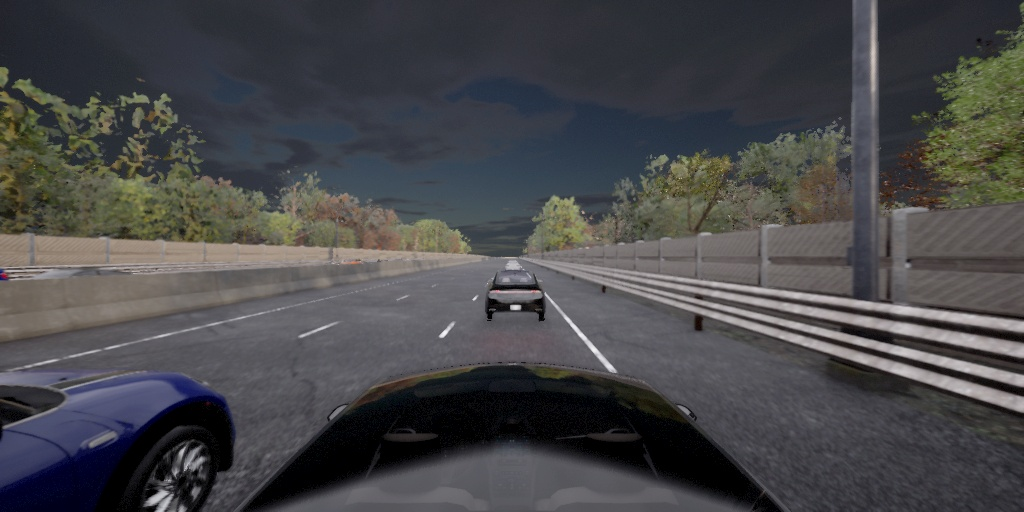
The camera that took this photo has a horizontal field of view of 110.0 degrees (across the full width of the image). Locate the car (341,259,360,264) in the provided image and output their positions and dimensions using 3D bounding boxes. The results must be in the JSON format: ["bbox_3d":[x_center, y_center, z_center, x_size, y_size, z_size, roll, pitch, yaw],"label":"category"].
[{"bbox_3d":[-24.488,1.182,54.813,2.097,1.767,4.553,0,0,0],"label":"car"}]

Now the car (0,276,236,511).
[{"bbox_3d":[-3.396,1.103,1.159,2.097,1.767,4.553,0,0,0],"label":"car"}]

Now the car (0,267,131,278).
[{"bbox_3d":[-17.596,1.231,14.359,1.882,1.535,5.008,0,0,0],"label":"car"}]

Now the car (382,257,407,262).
[{"bbox_3d":[-17.488,0.919,54.784,2.033,1.411,5.357,0,0,0],"label":"car"}]

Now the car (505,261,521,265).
[{"bbox_3d":[0.110,1.287,44.375,1.812,1.442,4.674,0,0,0],"label":"car"}]

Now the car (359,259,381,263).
[{"bbox_3d":[-20.988,1.279,54.782,1.882,1.535,5.008,0,0,0],"label":"car"}]

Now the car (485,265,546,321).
[{"bbox_3d":[0.104,1.244,12.569,2.128,1.511,4.902,0,0,0],"label":"car"}]

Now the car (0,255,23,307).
[{"bbox_3d":[-21.097,0.974,11.903,2.150,2.045,5.566,0,0,0],"label":"car"}]
